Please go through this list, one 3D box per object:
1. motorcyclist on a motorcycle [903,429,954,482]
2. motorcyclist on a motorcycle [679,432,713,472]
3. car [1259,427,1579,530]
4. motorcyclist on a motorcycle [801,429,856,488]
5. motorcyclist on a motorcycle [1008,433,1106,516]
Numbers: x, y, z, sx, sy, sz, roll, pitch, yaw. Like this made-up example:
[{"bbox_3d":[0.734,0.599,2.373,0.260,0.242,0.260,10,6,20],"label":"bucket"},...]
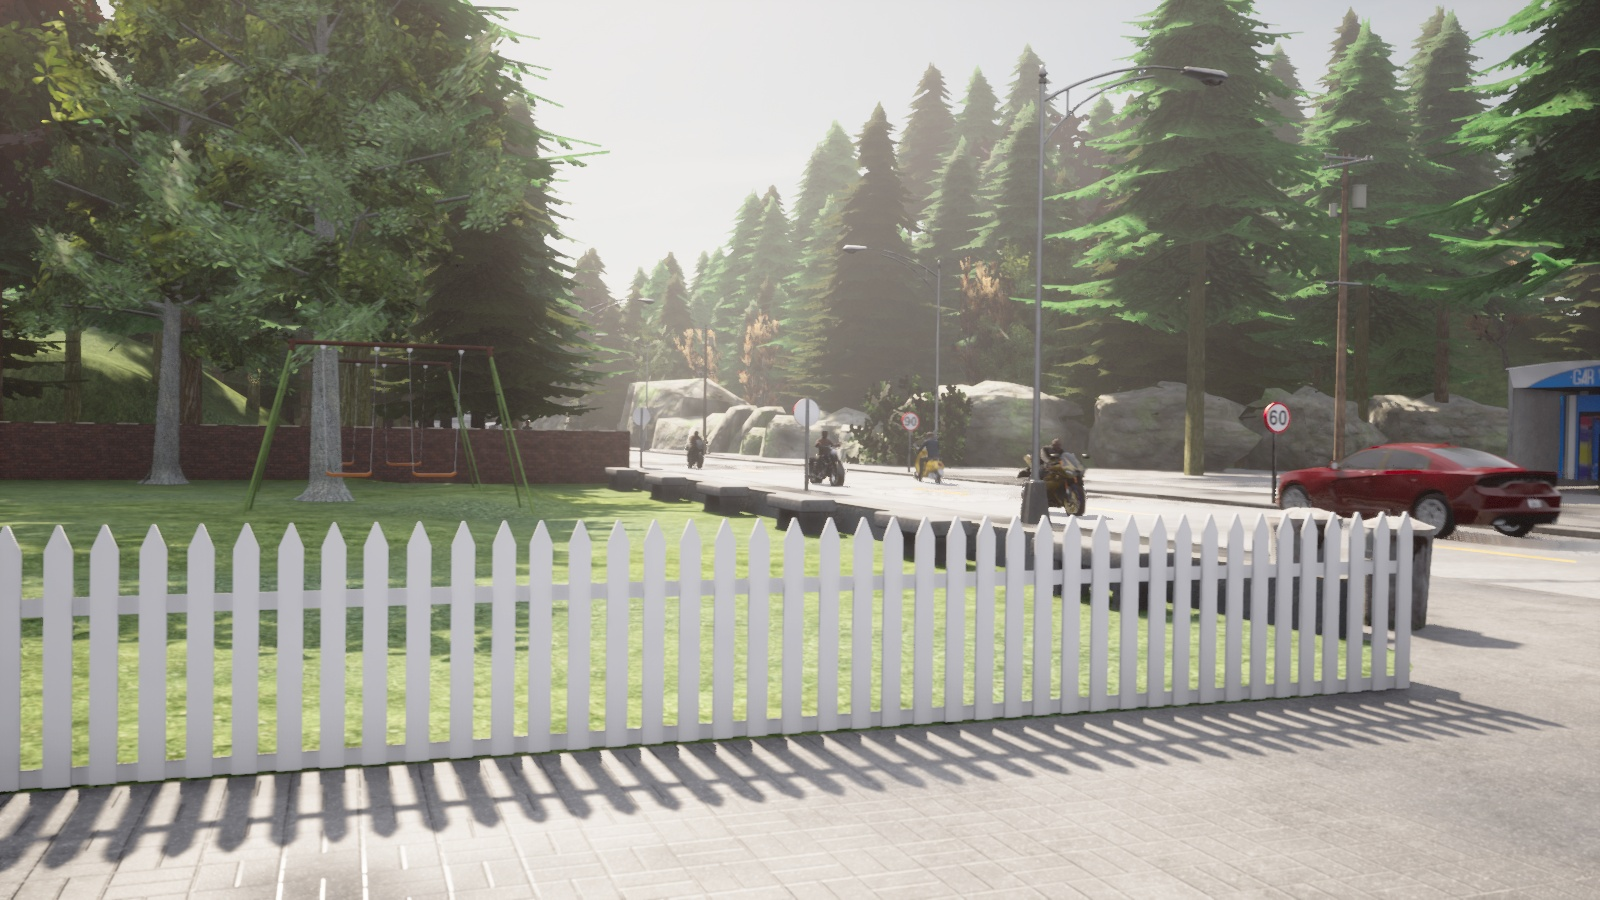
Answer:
[{"bbox_3d":[3.973,0.155,38.994,0.866,1.590,1.817,-1,1,-20],"label":"motorcyclist on a motorcycle"},{"bbox_3d":[-4.083,0.083,49.323,0.797,1.523,2.044,-1,0,-20],"label":"motorcyclist on a motorcycle"},{"bbox_3d":[10.381,0.396,21.583,1.882,1.535,5.008,-1,1,-20],"label":"car"},{"bbox_3d":[0.797,0.216,36.040,0.766,1.649,2.350,-1,1,-20],"label":"motorcyclist on a motorcycle"},{"bbox_3d":[5.003,0.443,24.596,0.866,1.530,2.191,-1,1,-20],"label":"motorcyclist on a motorcycle"}]
